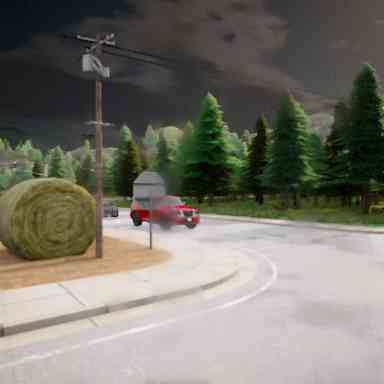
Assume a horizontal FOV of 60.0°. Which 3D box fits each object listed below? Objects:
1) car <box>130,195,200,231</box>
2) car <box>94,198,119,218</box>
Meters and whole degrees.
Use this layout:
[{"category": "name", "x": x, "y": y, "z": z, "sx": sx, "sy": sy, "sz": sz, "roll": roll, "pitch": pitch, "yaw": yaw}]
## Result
[{"category": "car", "x": -1.851, "y": 1.202, "z": 20.876, "sx": 2.150, "sy": 2.045, "sz": 5.566, "roll": 0, "pitch": 0, "yaw": -38}, {"category": "car", "x": -8.099, "y": 1.335, "z": 28.788, "sx": 2.097, "sy": 1.767, "sz": 4.553, "roll": 0, "pitch": 0, "yaw": -38}]
